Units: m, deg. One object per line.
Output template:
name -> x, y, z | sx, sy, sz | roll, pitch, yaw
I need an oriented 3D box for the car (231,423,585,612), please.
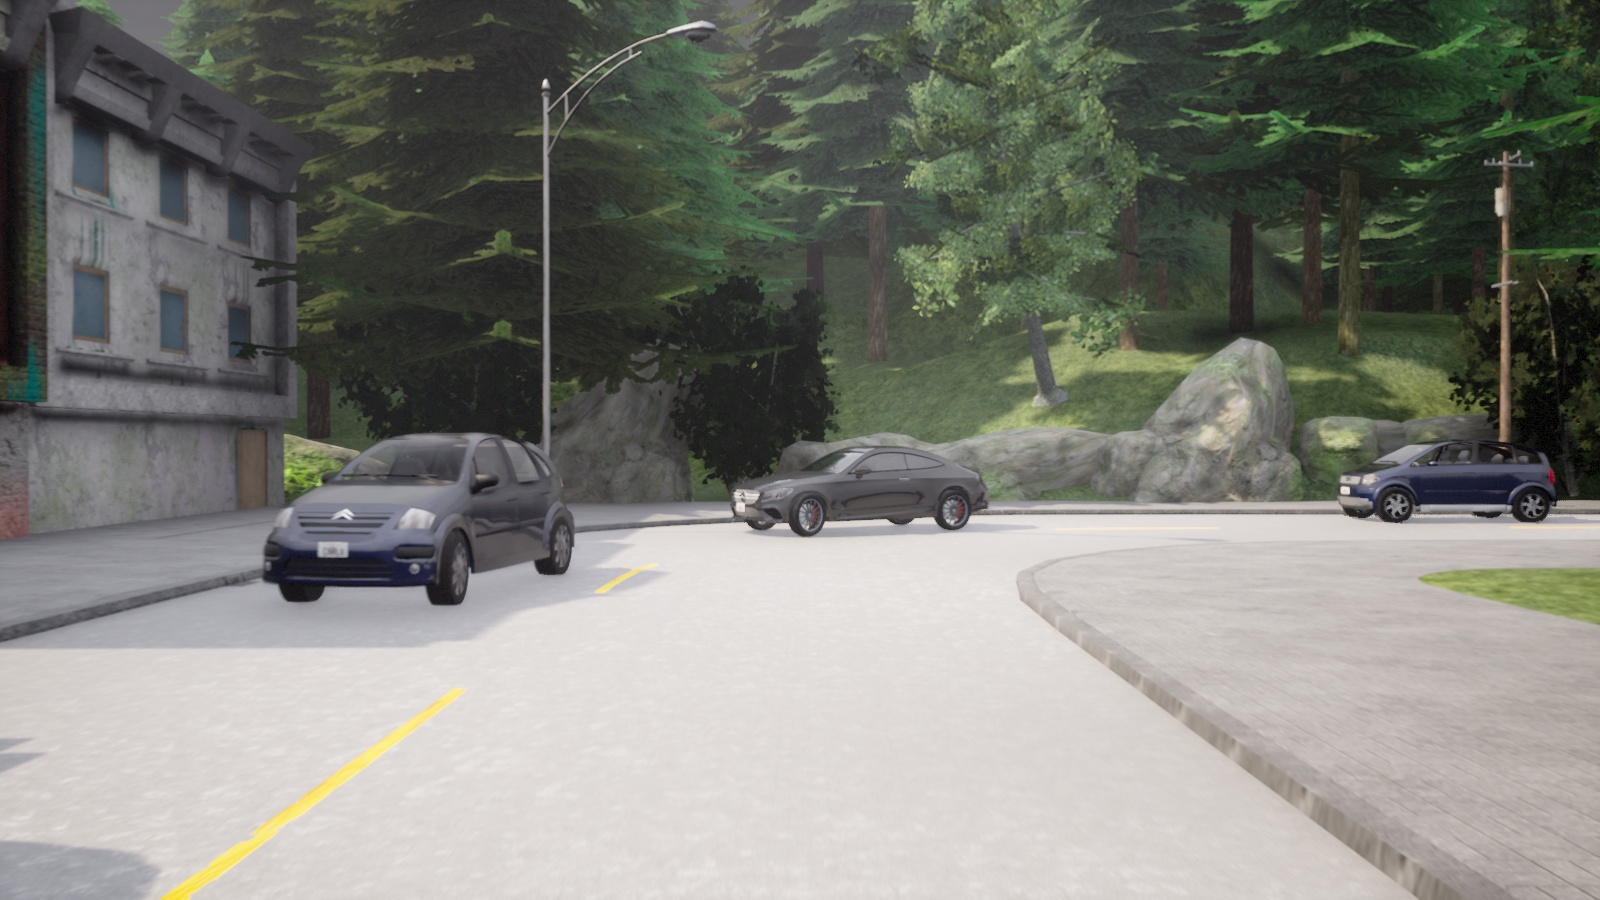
car -> -3.757, 0.570, 12.861 | 1.851, 1.617, 3.988 | 0, 0, 10

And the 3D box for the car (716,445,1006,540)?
car -> 1.079, 0.655, 21.402 | 4.674, 1.442, 1.812 | 0, 1, -29

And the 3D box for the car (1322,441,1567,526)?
car -> 12.114, 0.601, 23.775 | 3.705, 1.549, 1.789 | 0, 0, 0
